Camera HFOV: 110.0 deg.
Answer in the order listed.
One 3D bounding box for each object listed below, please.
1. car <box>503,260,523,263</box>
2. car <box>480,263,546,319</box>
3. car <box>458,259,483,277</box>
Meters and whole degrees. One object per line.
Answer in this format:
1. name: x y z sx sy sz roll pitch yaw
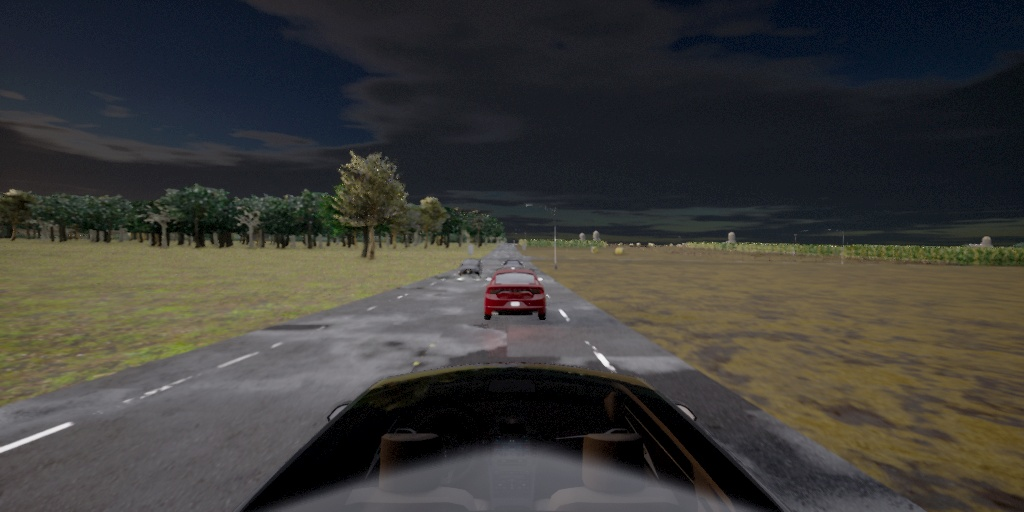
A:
1. car: 0.085 1.037 33.489 1.994 1.385 4.181 0 1 0
2. car: 0.094 1.195 12.667 1.882 1.535 5.008 0 0 0
3. car: -3.609 1.000 31.972 1.837 1.490 4.892 0 1 0
